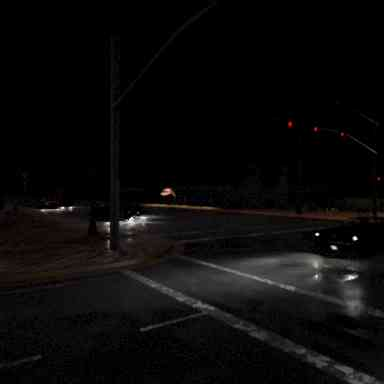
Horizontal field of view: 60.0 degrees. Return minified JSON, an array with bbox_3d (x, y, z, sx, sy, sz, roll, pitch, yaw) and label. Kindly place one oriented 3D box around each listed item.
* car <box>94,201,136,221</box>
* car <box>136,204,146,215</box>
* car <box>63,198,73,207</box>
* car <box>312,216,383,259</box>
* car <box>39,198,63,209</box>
[{"bbox_3d":[-6.721,1.557,27.690,1.812,1.442,4.674,0,0,-36],"label":"car"},{"bbox_3d":[-6.636,1.589,33.546,2.033,1.411,5.357,0,0,-36],"label":"car"},{"bbox_3d":[-20.586,1.590,53.174,2.033,1.411,5.357,0,0,-35],"label":"car"},{"bbox_3d":[6.803,1.639,12.861,4.718,1.301,1.895,0,0,-34],"label":"car"},{"bbox_3d":[-19.720,1.509,45.860,1.882,1.535,5.008,0,0,-35],"label":"car"}]
